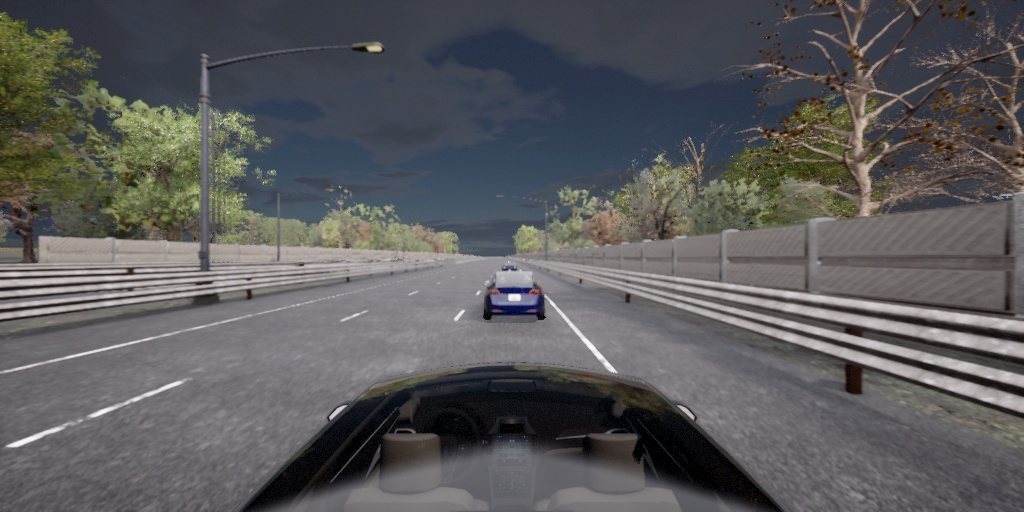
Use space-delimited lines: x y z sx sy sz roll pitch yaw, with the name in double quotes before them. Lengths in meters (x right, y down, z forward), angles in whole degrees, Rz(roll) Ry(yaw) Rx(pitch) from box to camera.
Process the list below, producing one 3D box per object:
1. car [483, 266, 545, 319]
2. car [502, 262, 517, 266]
"car" 0.066 1.259 12.801 2.163 1.488 4.792 0 0 0
"car" -0.289 1.371 43.783 1.895 1.301 4.718 0 0 -1
